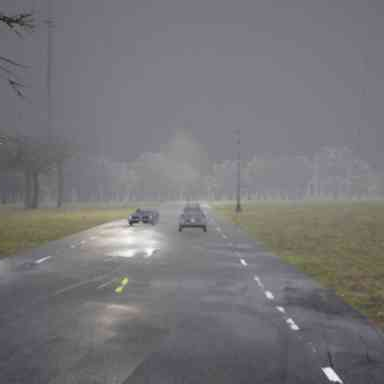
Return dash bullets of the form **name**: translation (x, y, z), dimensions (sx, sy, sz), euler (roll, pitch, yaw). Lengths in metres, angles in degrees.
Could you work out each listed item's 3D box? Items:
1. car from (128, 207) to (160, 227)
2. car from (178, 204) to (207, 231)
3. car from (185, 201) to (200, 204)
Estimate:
- **car**: translation (-3.559, 1.833, 25.324), dimensions (1.895, 1.301, 4.718), euler (0, 0, 0)
- **car**: translation (0.047, 1.764, 22.318), dimensions (2.033, 1.411, 5.357), euler (0, 0, 0)
- **car**: translation (0.085, 1.874, 43.018), dimensions (1.994, 1.385, 4.181), euler (0, 0, 0)
